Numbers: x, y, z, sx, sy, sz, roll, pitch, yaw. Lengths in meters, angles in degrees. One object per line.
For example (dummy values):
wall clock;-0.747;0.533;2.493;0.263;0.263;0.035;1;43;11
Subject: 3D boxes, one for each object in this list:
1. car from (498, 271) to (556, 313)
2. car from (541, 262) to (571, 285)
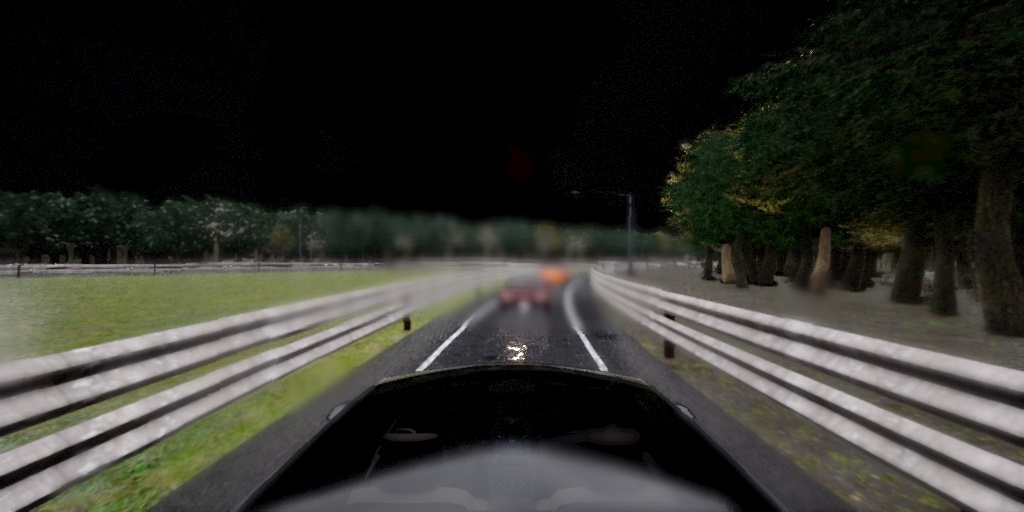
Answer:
car;0.733;1.486;14.798;1.895;1.301;4.718;0;-1;8
car;3.566;1.389;29.454;2.097;1.767;4.553;0;-1;16
